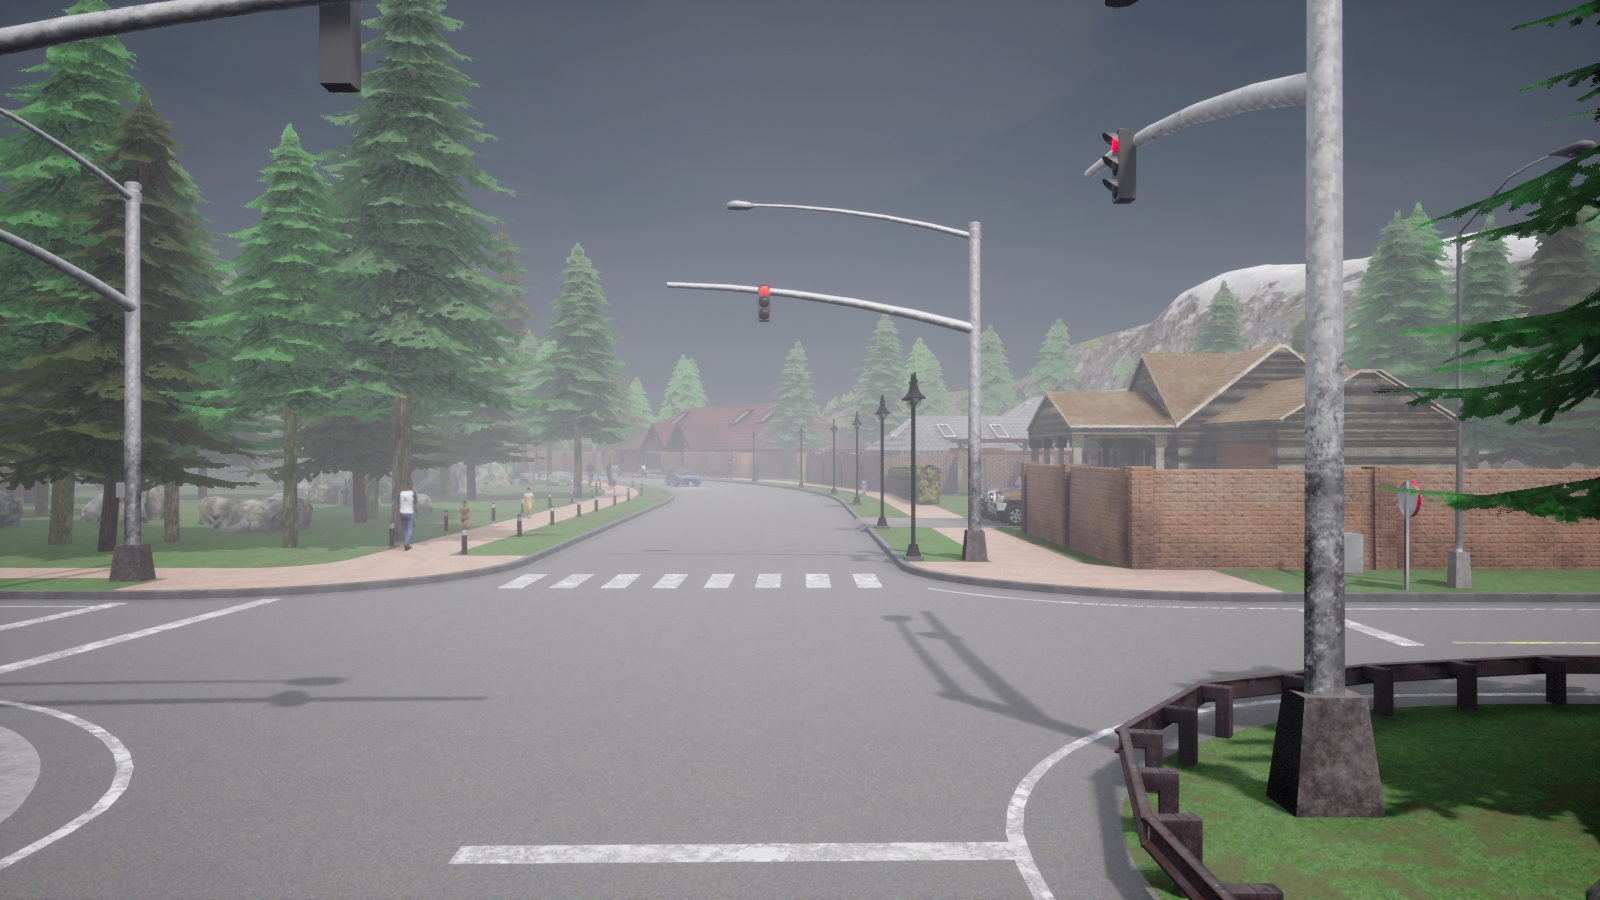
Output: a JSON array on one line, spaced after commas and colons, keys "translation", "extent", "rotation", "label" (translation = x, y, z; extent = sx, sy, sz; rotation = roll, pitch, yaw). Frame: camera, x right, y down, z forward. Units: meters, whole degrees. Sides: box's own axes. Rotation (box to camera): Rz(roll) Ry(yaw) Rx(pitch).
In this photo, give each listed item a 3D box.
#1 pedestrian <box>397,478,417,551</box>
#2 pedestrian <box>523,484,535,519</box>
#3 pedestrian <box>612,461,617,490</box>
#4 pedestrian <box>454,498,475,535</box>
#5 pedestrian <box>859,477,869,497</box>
[{"translation": [-10.204, 1.664, 29.663], "extent": [0.375, 1.860, 0.375], "rotation": [0, 0, 0], "label": "pedestrian"}, {"translation": [-10.278, 1.943, 43.341], "extent": [0.375, 1.300, 0.375], "rotation": [0, 0, -1], "label": "pedestrian"}, {"translation": [-12.109, 1.664, 74.602], "extent": [0.375, 1.860, 0.375], "rotation": [0, 0, -9], "label": "pedestrian"}, {"translation": [-10.317, 2.042, 35.154], "extent": [0.500, 1.100, 0.500], "rotation": [0, 0, -2], "label": "pedestrian"}, {"translation": [3.538, 2.046, 63.241], "extent": [0.500, 1.100, 0.500], "rotation": [0, 0, -2], "label": "pedestrian"}]
